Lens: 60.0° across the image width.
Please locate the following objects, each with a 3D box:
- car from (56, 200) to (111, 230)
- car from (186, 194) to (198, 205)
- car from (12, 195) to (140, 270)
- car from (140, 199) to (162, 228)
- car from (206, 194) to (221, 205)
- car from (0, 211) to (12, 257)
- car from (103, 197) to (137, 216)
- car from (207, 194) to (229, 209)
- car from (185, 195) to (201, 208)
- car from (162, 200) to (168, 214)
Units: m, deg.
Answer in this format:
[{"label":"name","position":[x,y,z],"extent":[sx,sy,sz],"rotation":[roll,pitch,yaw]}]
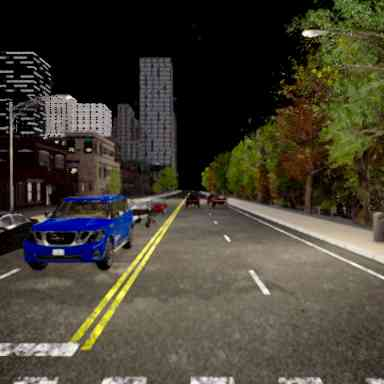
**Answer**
[{"label":"car","position":[-6.598,1.352,20.871],"extent":[1.837,1.490,4.892],"rotation":[0,0,0]},{"label":"car","position":[0.017,1.142,52.277],"extent":[1.812,1.442,4.674],"rotation":[0,0,0]},{"label":"car","position":[-3.350,1.140,11.094],"extent":[2.150,2.045,5.566],"rotation":[0,0,0]},{"label":"car","position":[-3.345,1.337,21.118],"extent":[2.128,1.511,4.902],"rotation":[0,0,0]},{"label":"car","position":[3.255,1.103,50.997],"extent":[1.882,1.535,5.008],"rotation":[0,1,0]},{"label":"car","position":[-6.600,1.413,10.646],"extent":[2.128,1.511,4.902],"rotation":[0,0,0]},{"label":"car","position":[-6.586,1.263,31.203],"extent":[2.128,1.511,4.902],"rotation":[0,0,0]},{"label":"car","position":[3.355,1.194,40.672],"extent":[2.128,1.511,4.902],"rotation":[0,0,0]},{"label":"car","position":[0.105,1.198,41.933],"extent":[1.837,1.490,4.892],"rotation":[0,0,0]},{"label":"car","position":[-3.335,1.371,31.444],"extent":[1.895,1.301,4.718],"rotation":[0,0,0]}]
